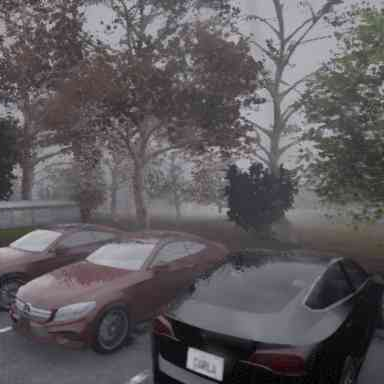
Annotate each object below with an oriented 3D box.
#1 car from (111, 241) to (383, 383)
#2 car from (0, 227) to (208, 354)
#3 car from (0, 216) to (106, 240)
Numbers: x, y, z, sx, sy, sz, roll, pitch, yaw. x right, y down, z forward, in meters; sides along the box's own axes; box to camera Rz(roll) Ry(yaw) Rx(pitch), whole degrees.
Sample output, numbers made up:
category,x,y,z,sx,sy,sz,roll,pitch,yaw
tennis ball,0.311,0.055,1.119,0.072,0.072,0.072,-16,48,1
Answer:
category,x,y,z,sx,sy,sz,roll,pitch,yaw
car,1.469,1.515,4.749,2.163,1.488,4.792,0,0,36
car,-0.915,1.529,6.421,2.002,1.452,4.674,0,0,36
car,-3.181,1.525,8.041,2.002,1.452,4.674,0,0,36
